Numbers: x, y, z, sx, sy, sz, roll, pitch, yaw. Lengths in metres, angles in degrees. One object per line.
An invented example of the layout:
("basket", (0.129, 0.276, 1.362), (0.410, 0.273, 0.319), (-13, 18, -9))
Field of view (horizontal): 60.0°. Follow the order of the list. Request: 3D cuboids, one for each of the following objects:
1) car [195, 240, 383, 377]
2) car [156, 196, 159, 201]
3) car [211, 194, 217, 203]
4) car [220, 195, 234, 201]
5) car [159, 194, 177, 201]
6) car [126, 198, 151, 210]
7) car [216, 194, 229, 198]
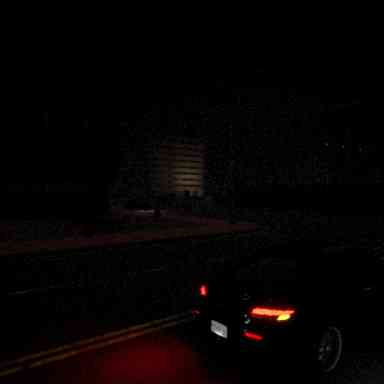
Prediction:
("car", (2.175, 1.541, 5.546), (4.674, 1.442, 1.812), (0, 0, -37))
("car", (-7.378, 1.481, 88.932), (4.605, 1.855, 1.932), (0, 0, -36))
("car", (5.929, 1.387, 70.767), (3.866, 1.878, 1.905), (0, 0, -36))
("car", (9.975, 1.699, 94.717), (3.806, 1.475, 1.970), (0, 0, -36))
("car", (-5.710, 1.472, 86.566), (3.866, 1.878, 1.905), (0, 0, -36))
("car", (-7.359, 1.655, 45.338), (1.882, 1.535, 5.008), (0, 0, -35))
("car", (7.633, 1.614, 68.425), (3.806, 1.475, 1.970), (0, 0, -36))
